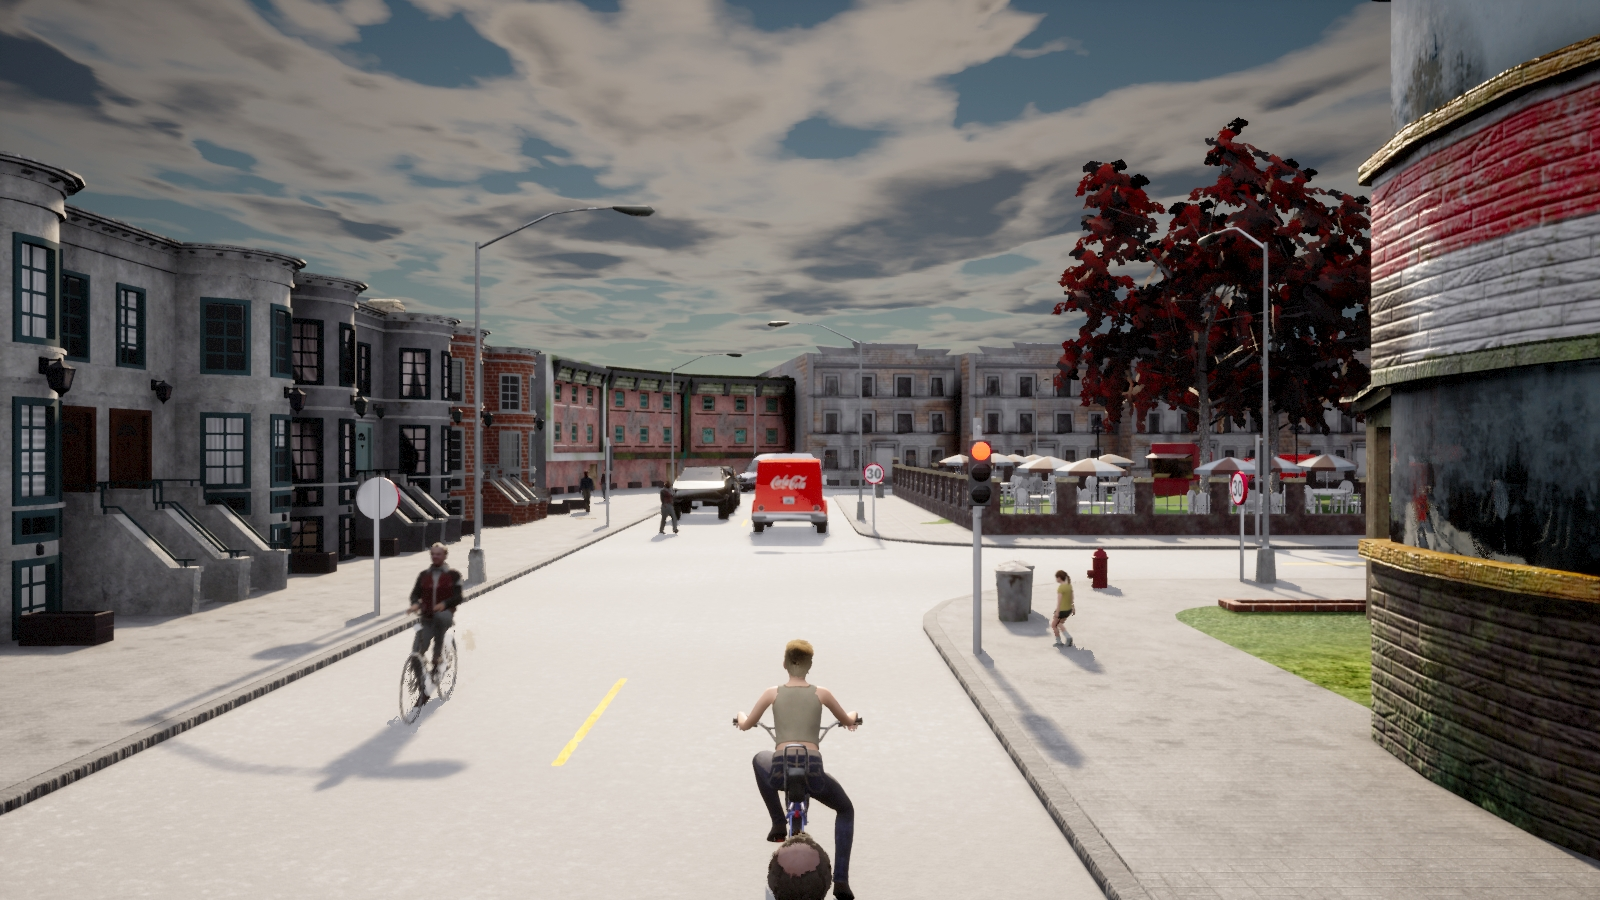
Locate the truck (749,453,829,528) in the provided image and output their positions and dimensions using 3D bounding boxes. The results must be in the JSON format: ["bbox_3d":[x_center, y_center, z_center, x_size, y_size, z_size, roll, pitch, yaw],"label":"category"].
[{"bbox_3d":[-0.289,1.332,40.151,2.627,2.467,5.204,0,0,2],"label":"truck"}]

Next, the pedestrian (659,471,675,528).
[{"bbox_3d":[-4.357,1.614,37.404,0.375,1.860,0.375,0,0,-40],"label":"pedestrian"}]

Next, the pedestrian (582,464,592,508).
[{"bbox_3d":[-8.985,1.505,48.303,0.375,1.860,0.375,0,0,-3],"label":"pedestrian"}]

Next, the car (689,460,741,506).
[{"bbox_3d":[-4.051,1.538,55.431,2.150,2.045,5.566,0,0,0],"label":"car"}]

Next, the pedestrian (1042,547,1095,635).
[{"bbox_3d":[3.634,1.898,15.475,0.500,1.100,0.500,0,0,-42],"label":"pedestrian"}]

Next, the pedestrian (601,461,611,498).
[{"bbox_3d":[-9.892,1.502,58.277,0.375,1.860,0.375,0,0,13],"label":"pedestrian"}]

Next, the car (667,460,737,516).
[{"bbox_3d":[-3.997,1.515,47.708,2.390,2.098,6.274,0,0,0],"label":"car"}]

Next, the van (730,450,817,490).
[{"bbox_3d":[-1.666,1.287,74.929,5.915,2.561,1.988,0,-1,-44],"label":"van"}]
